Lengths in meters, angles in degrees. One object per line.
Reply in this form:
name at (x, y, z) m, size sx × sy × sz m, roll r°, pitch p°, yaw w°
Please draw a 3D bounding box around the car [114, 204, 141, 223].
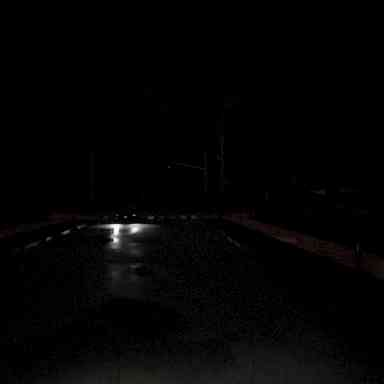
car at (-5.380, 1.772, 28.280) m, size 1.837 × 1.490 × 4.892 m, roll 0°, pitch -1°, yaw -5°
